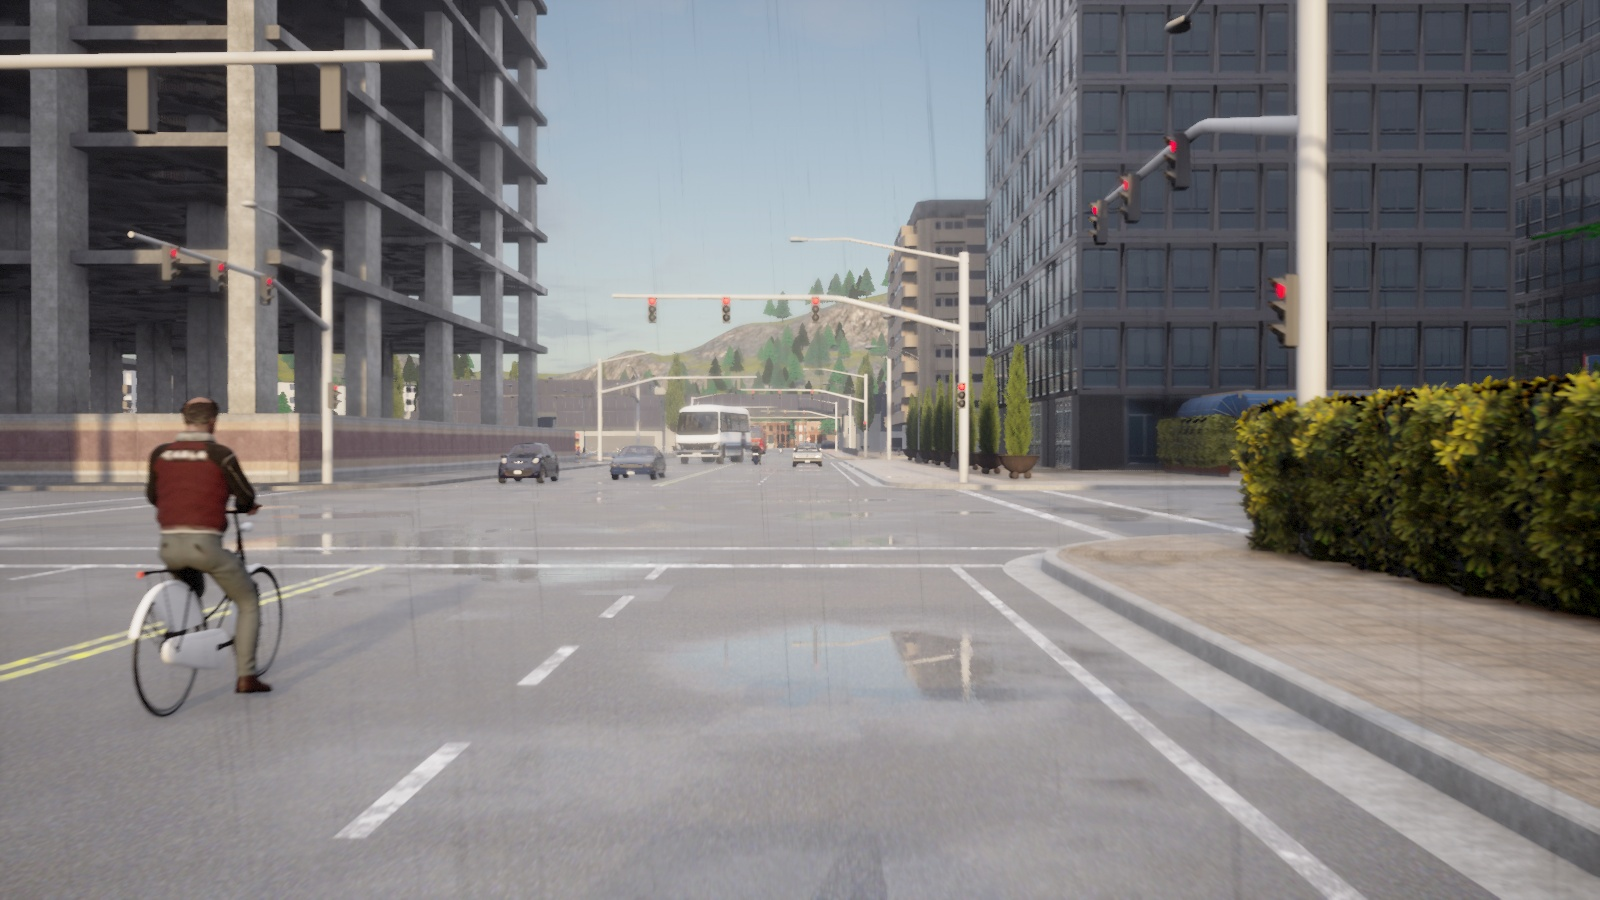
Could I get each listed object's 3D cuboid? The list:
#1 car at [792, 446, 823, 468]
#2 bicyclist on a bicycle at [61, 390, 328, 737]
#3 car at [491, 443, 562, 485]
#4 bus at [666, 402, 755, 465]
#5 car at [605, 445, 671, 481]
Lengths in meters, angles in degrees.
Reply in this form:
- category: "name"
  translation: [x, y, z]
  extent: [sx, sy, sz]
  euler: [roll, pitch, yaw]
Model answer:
- category: "car"
  translation: [0.463, 0.404, 78.732]
  extent: [1.895, 1.301, 4.718]
  euler: [0, 0, 0]
- category: "bicyclist on a bicycle"
  translation: [-3.443, 0.573, 7.343]
  extent: [0.659, 1.776, 1.843]
  euler: [0, 1, 0]
- category: "car"
  translation: [-10.217, 0.486, 47.196]
  extent: [1.845, 1.501, 3.633]
  euler: [0, 0, 0]
- category: "bus"
  translation: [-6.357, -1.150, 91.598]
  extent: [3.944, 4.253, 10.273]
  euler: [0, 0, 11]
- category: "car"
  translation: [-6.687, 0.494, 52.342]
  extent: [2.033, 1.411, 5.357]
  euler: [0, 0, 0]
